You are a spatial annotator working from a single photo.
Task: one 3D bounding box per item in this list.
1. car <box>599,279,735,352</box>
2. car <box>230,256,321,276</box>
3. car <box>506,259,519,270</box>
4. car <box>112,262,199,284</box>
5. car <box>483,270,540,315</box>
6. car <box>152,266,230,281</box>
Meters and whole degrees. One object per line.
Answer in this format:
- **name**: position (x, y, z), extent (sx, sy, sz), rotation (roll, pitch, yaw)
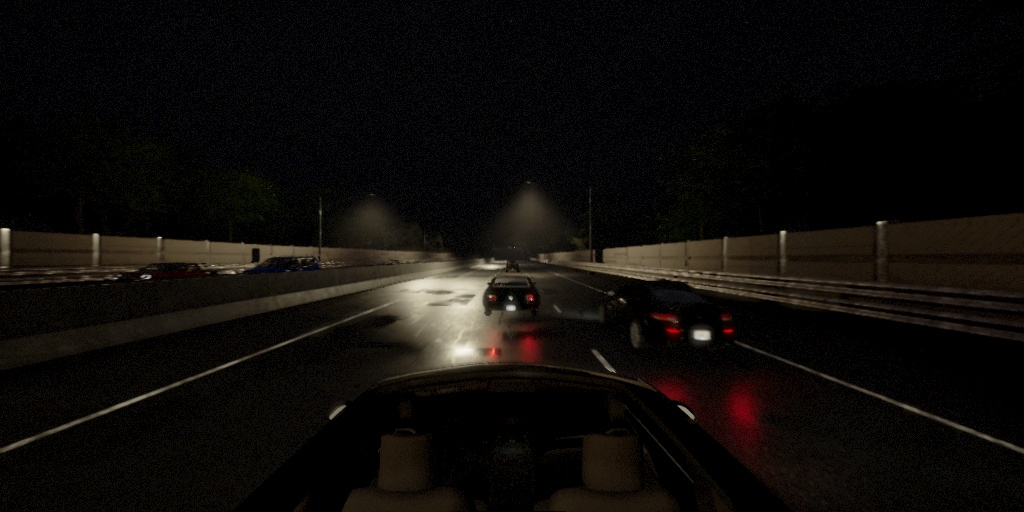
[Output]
- **car**: position (3.498, 1.301, 8.894), extent (1.812, 1.442, 4.674), rotation (0, 0, 0)
- **car**: position (-14.090, 1.047, 22.248), extent (2.150, 2.045, 5.566), rotation (0, 0, 0)
- **car**: position (0.077, 1.444, 50.109), extent (1.837, 1.490, 4.892), rotation (0, 0, 0)
- **car**: position (-21.087, 1.175, 21.755), extent (2.097, 1.767, 4.553), rotation (0, 0, 0)
- **car**: position (-0.019, 1.394, 13.764), extent (1.895, 1.301, 4.718), rotation (0, 0, 0)
- **car**: position (-17.592, 1.421, 20.963), extent (1.895, 1.301, 4.718), rotation (0, 0, 0)
